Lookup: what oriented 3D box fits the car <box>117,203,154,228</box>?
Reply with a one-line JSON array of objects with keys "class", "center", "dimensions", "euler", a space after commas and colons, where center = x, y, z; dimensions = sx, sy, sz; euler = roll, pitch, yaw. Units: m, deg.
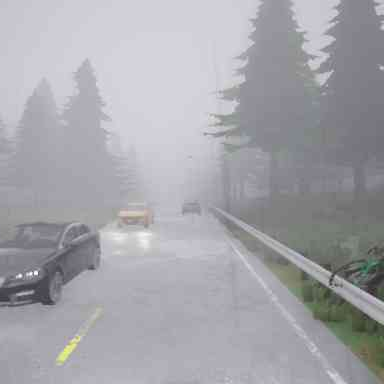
[{"class": "car", "center": [-3.664, 1.476, 22.220], "dimensions": [1.882, 1.535, 5.008], "euler": [0, 0, 0]}]

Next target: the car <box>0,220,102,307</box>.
[{"class": "car", "center": [-3.622, 1.492, 8.147], "dimensions": [2.128, 1.511, 4.902], "euler": [0, 0, 0]}]

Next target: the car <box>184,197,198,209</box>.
[{"class": "car", "center": [-0.122, 1.502, 47.178], "dimensions": [1.837, 1.490, 4.892], "euler": [0, 0, 0]}]

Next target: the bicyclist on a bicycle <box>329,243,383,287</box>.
[{"class": "bicyclist on a bicycle", "center": [3.183, 1.344, 5.693], "dimensions": [1.620, 0.582, 1.656], "euler": [-34, -47, 10]}]

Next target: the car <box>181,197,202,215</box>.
[{"class": "car", "center": [-0.061, 1.490, 34.047], "dimensions": [2.128, 1.511, 4.902], "euler": [0, 0, 0]}]
